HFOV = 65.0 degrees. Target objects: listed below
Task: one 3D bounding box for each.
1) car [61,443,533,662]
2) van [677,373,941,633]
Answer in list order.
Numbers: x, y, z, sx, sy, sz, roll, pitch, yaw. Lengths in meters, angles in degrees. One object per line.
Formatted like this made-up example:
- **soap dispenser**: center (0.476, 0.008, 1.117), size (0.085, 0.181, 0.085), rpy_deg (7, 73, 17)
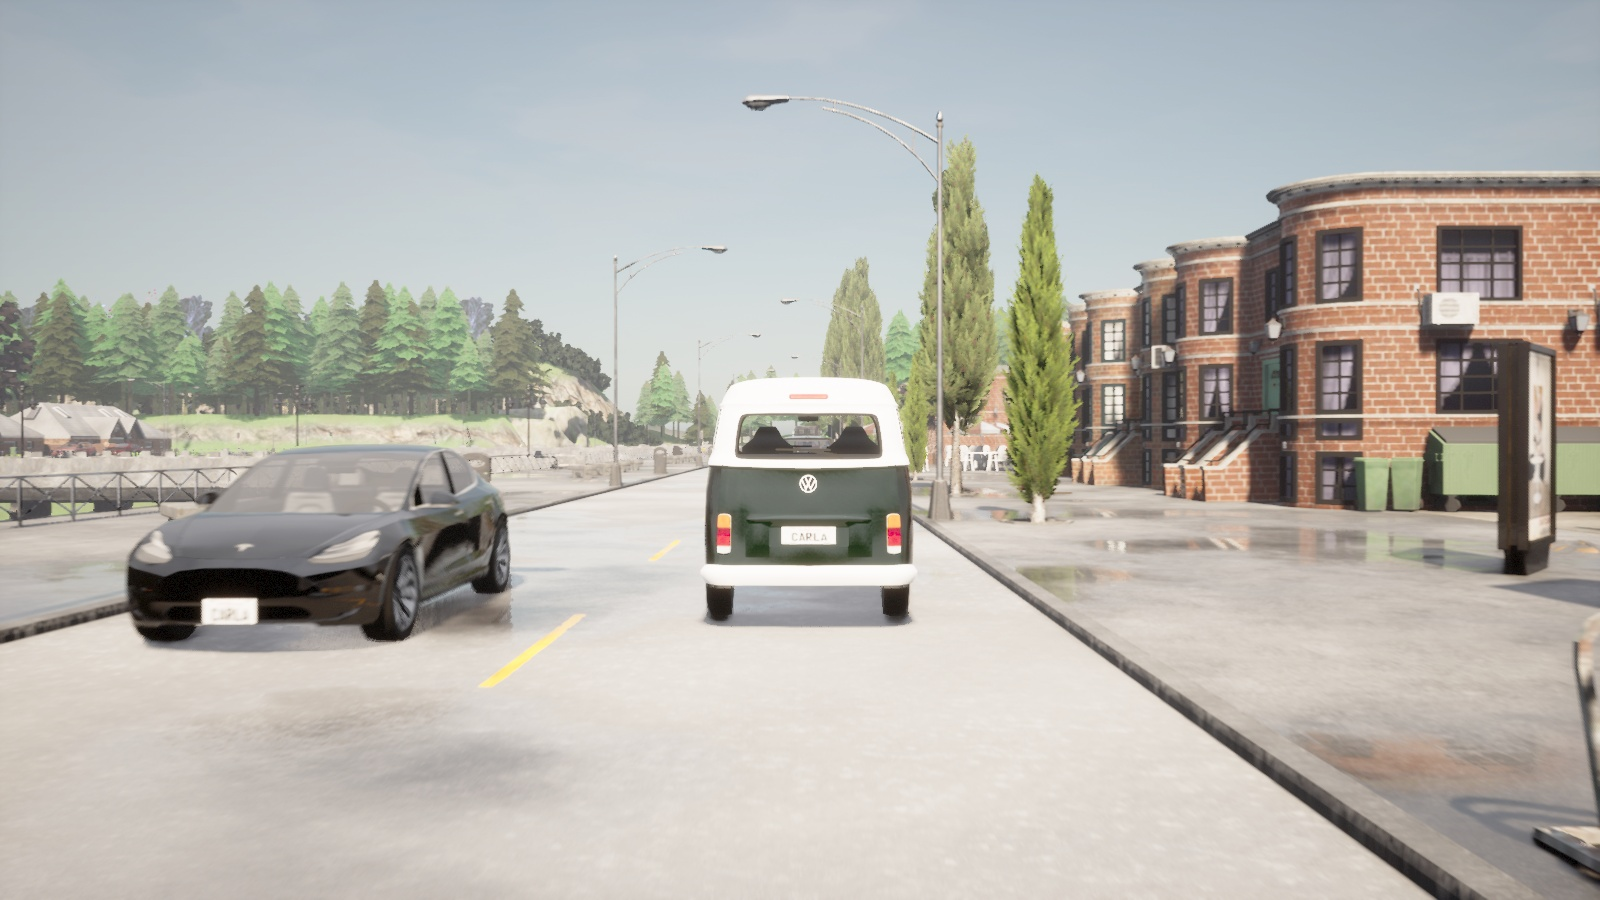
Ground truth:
- **car**: center (-3.924, 0.682, 10.926), size (2.163, 1.488, 4.792), rpy_deg (0, 0, 0)
- **van**: center (0.082, 0.402, 12.063), size (2.069, 2.038, 4.480), rpy_deg (0, 0, 0)
